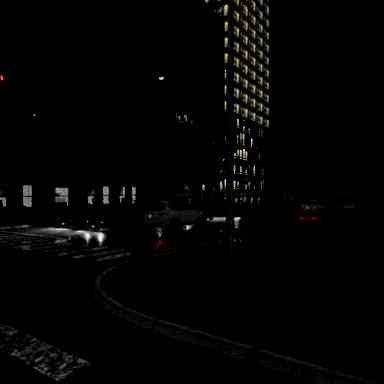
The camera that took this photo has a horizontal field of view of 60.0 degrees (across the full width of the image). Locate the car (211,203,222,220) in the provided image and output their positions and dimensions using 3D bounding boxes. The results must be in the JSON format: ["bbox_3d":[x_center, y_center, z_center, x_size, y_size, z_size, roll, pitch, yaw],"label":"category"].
[{"bbox_3d":[0.520,2.055,32.086,2.033,1.411,5.357,0,-1,33],"label":"car"}]

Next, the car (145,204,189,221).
[{"bbox_3d":[-2.390,2.003,33.564,1.837,1.490,4.892,0,-1,33],"label":"car"}]

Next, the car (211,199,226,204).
[{"bbox_3d":[3.143,1.903,42.185,2.150,2.045,5.566,0,-1,32],"label":"car"}]

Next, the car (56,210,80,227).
[{"bbox_3d":[-7.573,1.873,25.485,2.033,1.411,5.357,0,-1,33],"label":"car"}]

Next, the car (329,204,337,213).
[{"bbox_3d":[21.780,2.597,53.014,1.994,1.385,4.181,0,-1,33],"label":"car"}]

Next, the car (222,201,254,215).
[{"bbox_3d":[6.002,2.180,40.617,2.128,1.511,4.902,0,-1,33],"label":"car"}]

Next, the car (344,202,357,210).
[{"bbox_3d":[31.329,2.789,65.799,1.882,1.535,5.008,0,-1,33],"label":"car"}]

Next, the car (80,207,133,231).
[{"bbox_3d":[-4.917,1.874,23.608,2.033,1.411,5.357,0,-1,33],"label":"car"}]

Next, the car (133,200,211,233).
[{"bbox_3d":[-1.190,1.578,22.862,2.150,2.045,5.566,0,-1,31],"label":"car"}]

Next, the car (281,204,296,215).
[{"bbox_3d":[14.143,2.431,47.021,1.994,1.385,4.181,0,-1,33],"label":"car"}]

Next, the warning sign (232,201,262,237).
[{"bbox_3d":[3.091,1.454,18.556,1.300,1.860,1.060,1,1,33],"label":"warning sign"}]

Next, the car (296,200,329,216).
[{"bbox_3d":[16.056,2.066,44.025,2.150,2.045,5.566,0,-1,35],"label":"car"}]
